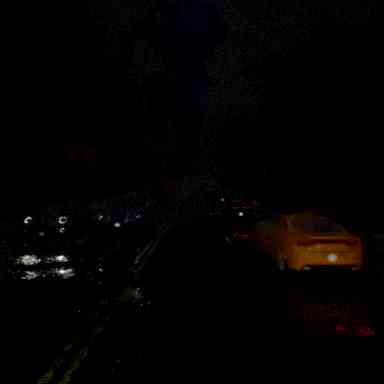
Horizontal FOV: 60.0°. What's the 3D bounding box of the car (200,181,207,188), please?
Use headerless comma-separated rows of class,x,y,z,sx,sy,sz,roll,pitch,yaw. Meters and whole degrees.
car,3.244,-2.105,92.582,1.837,1.490,4.892,0,5,0

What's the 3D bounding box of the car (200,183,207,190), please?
car,3.246,-0.555,70.651,2.033,1.649,4.856,0,3,0

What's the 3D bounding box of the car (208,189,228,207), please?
car,3.248,0.815,37.699,2.033,1.649,4.856,0,2,0

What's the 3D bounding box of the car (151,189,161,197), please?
car,-6.542,0.163,58.154,2.033,1.411,5.357,0,2,1

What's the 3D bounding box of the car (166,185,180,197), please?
car,-3.299,-0.193,58.897,2.150,2.045,5.566,0,2,1

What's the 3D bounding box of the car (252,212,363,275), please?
car,3.349,1.425,10.389,1.882,1.535,5.008,0,0,0

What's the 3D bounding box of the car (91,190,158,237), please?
car,-3.351,1.084,17.678,2.150,2.045,5.566,0,1,0

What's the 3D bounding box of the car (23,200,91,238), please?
car,-6.600,1.226,16.851,2.097,1.767,4.553,0,1,0

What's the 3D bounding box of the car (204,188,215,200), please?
car,3.247,0.545,48.693,1.994,1.385,4.181,0,2,0

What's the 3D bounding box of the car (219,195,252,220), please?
car,3.350,1.229,25.167,1.837,1.490,4.892,0,1,0

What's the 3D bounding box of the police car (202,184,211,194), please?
police car,3.247,-0.024,59.788,1.930,1.638,5.238,0,2,0
